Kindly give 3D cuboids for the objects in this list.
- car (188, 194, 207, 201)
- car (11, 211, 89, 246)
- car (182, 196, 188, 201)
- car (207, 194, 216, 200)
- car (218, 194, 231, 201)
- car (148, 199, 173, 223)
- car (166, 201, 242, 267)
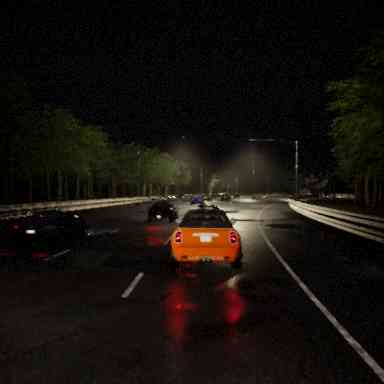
[{"bbox_3d":[0.930,1.454,55.132,1.812,1.442,4.674,0,0,8],"label":"car"},{"bbox_3d":[-6.305,1.544,15.245,1.994,1.385,4.181,1,0,3],"label":"car"},{"bbox_3d":[-0.717,1.427,69.027,2.033,1.411,5.357,0,0,11],"label":"car"},{"bbox_3d":[3.252,1.236,70.850,2.097,1.767,4.553,0,0,10],"label":"car"},{"bbox_3d":[7.845,1.225,76.508,2.097,1.767,4.553,0,0,11],"label":"car"},{"bbox_3d":[-2.154,1.492,25.538,1.837,1.490,4.892,0,-1,4],"label":"car"},{"bbox_3d":[0.474,1.352,11.555,2.097,1.767,4.553,0,0,2],"label":"car"}]
